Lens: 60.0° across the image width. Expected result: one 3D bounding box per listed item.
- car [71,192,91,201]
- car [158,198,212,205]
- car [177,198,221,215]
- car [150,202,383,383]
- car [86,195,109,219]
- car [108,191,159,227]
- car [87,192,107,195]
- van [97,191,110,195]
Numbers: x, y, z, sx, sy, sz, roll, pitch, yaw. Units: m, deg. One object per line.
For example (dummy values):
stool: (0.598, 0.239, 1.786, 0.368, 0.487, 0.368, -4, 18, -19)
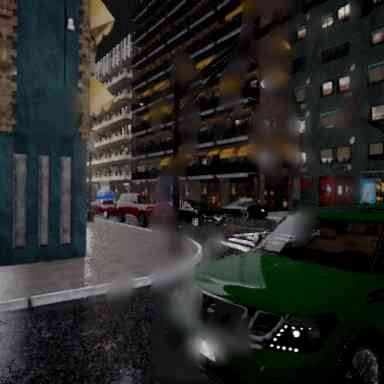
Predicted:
car: (-19.043, 0.752, 56.959, 1.887, 1.381, 4.507, 1, 0, -36)
car: (0.091, 1.256, 20.670, 1.837, 1.490, 4.892, 1, 1, -36)
car: (0.568, 1.272, 29.895, 1.802, 1.307, 4.206, 1, 0, -36)
car: (2.386, 1.223, 4.958, 5.566, 2.045, 2.150, 0, 0, -36)
car: (-6.240, 1.174, 25.010, 1.887, 1.381, 4.507, 2, 0, -36)
car: (-2.965, 1.025, 20.499, 2.192, 1.841, 5.009, 2, 0, -36)
car: (-11.270, 0.998, 36.358, 1.812, 1.442, 4.674, 1, 1, -36)
van: (-12.501, 0.709, 47.939, 1.690, 1.788, 3.998, 1, 0, -36)
